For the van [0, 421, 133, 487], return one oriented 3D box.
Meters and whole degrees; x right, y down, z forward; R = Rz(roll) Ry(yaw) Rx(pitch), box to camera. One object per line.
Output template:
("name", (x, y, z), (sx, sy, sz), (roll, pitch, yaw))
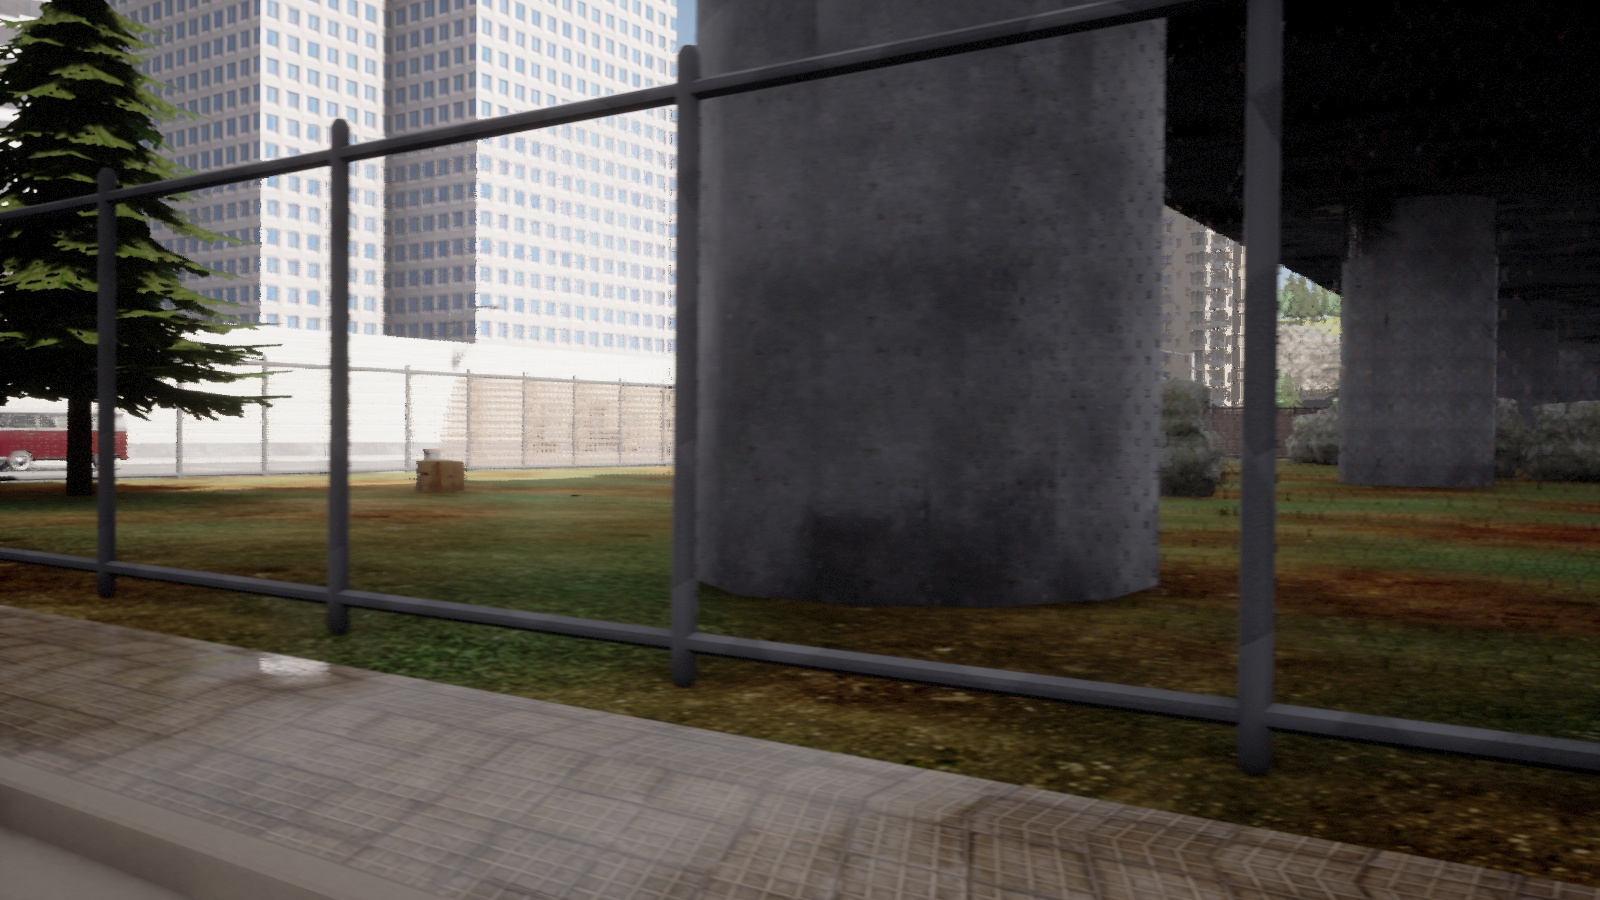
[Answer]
("van", (-23.936, 0.101, 39.974), (1.775, 1.987, 4.442), (0, 1, 34))
